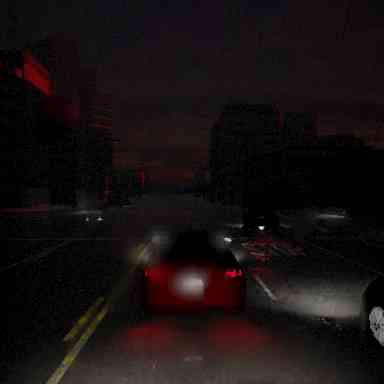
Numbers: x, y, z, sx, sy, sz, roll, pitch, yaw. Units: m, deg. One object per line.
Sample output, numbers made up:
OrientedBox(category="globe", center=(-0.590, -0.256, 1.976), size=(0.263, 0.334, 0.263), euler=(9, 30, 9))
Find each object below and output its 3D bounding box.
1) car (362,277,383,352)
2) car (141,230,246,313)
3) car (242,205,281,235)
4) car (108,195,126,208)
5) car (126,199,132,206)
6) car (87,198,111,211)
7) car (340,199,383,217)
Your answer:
OrientedBox(category="car", center=(3.561, 1.505, 3.235), size=(1.837, 1.490, 4.892), euler=(0, 0, 0))
OrientedBox(category="car", center=(0.009, 1.564, 7.776), size=(1.994, 1.385, 4.181), euler=(0, 0, -1))
OrientedBox(category="car", center=(3.938, 1.513, 18.865), size=(1.837, 1.490, 4.892), euler=(-1, 0, 12))
OrientedBox(category="car", center=(-12.906, 1.544, 55.247), size=(2.150, 2.045, 5.566), euler=(0, -1, -4))
OrientedBox(category="car", center=(-13.582, 2.181, 68.306), size=(1.994, 1.385, 4.181), euler=(0, -1, -3))
OrientedBox(category="car", center=(-12.186, 1.714, 42.999), size=(1.895, 1.301, 4.718), euler=(0, -1, -3))
OrientedBox(category="car", center=(15.700, 1.314, 28.739), size=(5.357, 1.411, 2.033), euler=(-1, 0, -4))
